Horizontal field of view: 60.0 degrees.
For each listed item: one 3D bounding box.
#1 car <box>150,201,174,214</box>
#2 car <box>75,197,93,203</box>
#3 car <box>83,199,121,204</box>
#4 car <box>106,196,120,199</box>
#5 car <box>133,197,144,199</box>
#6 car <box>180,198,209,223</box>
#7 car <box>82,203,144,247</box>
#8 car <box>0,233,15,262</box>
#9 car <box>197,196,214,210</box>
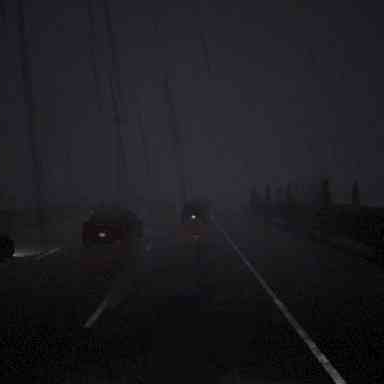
[{"bbox_3d":[-3.003,1.578,34.640,1.895,1.301,4.718,0,0,5],"label":"car"},{"bbox_3d":[-17.421,1.527,54.556,1.994,1.385,4.181,0,0,14],"label":"car"},{"bbox_3d":[-6.863,1.529,27.323,2.033,1.411,5.357,0,0,1],"label":"car"},{"bbox_3d":[-13.443,1.488,55.964,1.812,1.442,4.674,0,0,16],"label":"car"},{"bbox_3d":[-9.201,1.524,57.816,1.994,1.385,4.181,0,0,18],"label":"car"},{"bbox_3d":[0.127,1.487,25.594,1.837,1.490,4.892,0,0,0],"label":"car"},{"bbox_3d":[-3.401,1.468,15.068,1.882,1.535,5.008,0,0,0],"label":"car"},{"bbox_3d":[-6.900,1.558,9.400,1.994,1.385,4.181,0,0,0],"label":"car"},{"bbox_3d":[1.538,1.323,42.088,2.097,1.767,4.553,0,0,9],"label":"car"}]
